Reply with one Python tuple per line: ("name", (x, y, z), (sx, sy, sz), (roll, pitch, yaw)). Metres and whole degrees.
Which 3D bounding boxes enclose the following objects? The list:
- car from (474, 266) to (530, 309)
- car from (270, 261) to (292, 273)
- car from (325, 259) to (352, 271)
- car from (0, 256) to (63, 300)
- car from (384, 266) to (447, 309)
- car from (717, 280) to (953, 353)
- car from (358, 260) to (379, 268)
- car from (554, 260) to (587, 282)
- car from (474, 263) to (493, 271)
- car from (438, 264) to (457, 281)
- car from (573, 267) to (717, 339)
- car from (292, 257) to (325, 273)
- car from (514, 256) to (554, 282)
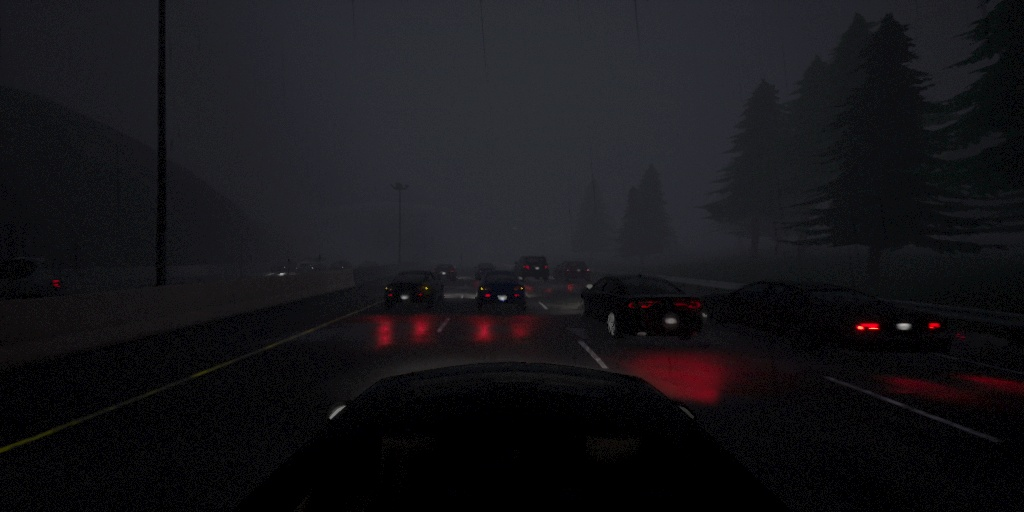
("car", (-0.511, 1.302, 14.976), (1.812, 1.442, 4.674), (0, 0, -4))
("car", (-29.749, 1.372, 47.083), (1.837, 1.490, 4.892), (0, 0, -9))
("car", (-22.788, 1.366, 47.863), (1.837, 1.490, 4.892), (0, 0, -9))
("car", (-14.310, 0.998, 8.210), (2.150, 2.045, 5.566), (0, 0, -2))
("car", (-4.035, 1.306, 15.183), (1.812, 1.442, 4.674), (0, 0, -4))
("car", (6.873, 1.305, 8.884), (2.033, 1.411, 5.357), (0, 0, -2))
("car", (-19.344, 1.351, 48.484), (2.128, 1.511, 4.902), (0, 0, -9))
("car", (4.928, 1.153, 30.123), (2.097, 1.767, 4.553), (0, 0, -8))
("car", (-2.325, 1.336, 31.368), (1.812, 1.442, 4.674), (0, 0, -8))
("car", (-5.776, 1.377, 30.861), (1.994, 1.385, 4.181), (0, 0, -8))
("car", (3.291, 1.241, 10.140), (1.882, 1.535, 5.008), (0, 0, -3))
("car", (-26.217, 1.085, 47.151), (2.150, 2.045, 5.566), (0, 0, -9))
("car", (1.516, 1.024, 29.450), (2.150, 2.045, 5.566), (0, 0, -8))
